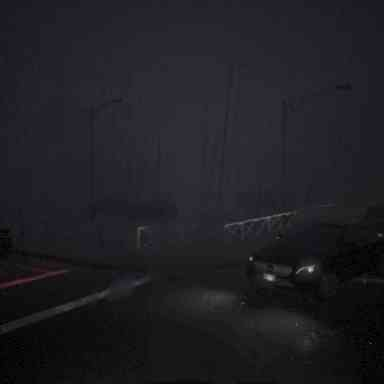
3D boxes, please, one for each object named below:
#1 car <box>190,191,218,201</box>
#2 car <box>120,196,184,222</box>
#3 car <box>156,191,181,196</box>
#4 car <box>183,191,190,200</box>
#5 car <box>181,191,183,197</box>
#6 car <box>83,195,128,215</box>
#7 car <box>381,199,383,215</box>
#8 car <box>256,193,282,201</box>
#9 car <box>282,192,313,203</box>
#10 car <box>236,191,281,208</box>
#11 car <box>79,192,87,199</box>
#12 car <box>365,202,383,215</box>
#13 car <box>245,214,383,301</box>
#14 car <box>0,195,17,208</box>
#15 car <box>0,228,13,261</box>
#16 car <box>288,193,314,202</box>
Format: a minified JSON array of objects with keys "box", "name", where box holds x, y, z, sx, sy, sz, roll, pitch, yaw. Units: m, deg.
[{"box":[2.653,0.728,63.879,4.605,1.855,1.932,0,0,33],"name":"car"},{"box":[-2.775,1.254,22.860,3.633,1.501,1.845,0,0,33],"name":"car"},{"box":[-4.692,1.004,53.795,4.514,1.523,2.007,0,0,33],"name":"car"},{"box":[-2.181,0.678,70.904,3.866,1.878,1.905,0,0,33],"name":"car"},{"box":[-4.495,0.982,68.442,3.806,1.475,1.970,0,0,33],"name":"car"},{"box":[-7.398,1.237,29.384,3.806,1.475,1.970,0,0,33],"name":"car"},{"box":[18.497,1.338,30.225,1.994,1.385,4.181,0,0,33],"name":"car"},{"box":[14.828,0.899,64.292,4.514,1.523,2.007,0,0,33],"name":"car"},{"box":[15.565,0.825,51.825,5.027,1.636,2.152,0,0,33],"name":"car"},{"box":[7.407,0.865,38.404,4.605,1.855,1.932,0,0,33],"name":"car"},{"box":[-30.463,1.037,89.784,2.242,1.667,4.611,0,0,33],"name":"car"},{"box":[8.610,1.390,14.899,1.837,1.490,4.892,0,0,33],"name":"car"},{"box":[3.309,1.468,8.401,4.674,1.442,1.812,-1,1,-42],"name":"car"},{"box":[-23.008,1.160,39.619,5.027,1.636,2.152,0,0,33],"name":"car"},{"box":[-7.842,1.442,10.271,5.008,1.535,1.882,0,1,24],"name":"car"},{"box":[18.769,0.864,57.395,3.806,1.475,1.970,0,0,33],"name":"car"}]
